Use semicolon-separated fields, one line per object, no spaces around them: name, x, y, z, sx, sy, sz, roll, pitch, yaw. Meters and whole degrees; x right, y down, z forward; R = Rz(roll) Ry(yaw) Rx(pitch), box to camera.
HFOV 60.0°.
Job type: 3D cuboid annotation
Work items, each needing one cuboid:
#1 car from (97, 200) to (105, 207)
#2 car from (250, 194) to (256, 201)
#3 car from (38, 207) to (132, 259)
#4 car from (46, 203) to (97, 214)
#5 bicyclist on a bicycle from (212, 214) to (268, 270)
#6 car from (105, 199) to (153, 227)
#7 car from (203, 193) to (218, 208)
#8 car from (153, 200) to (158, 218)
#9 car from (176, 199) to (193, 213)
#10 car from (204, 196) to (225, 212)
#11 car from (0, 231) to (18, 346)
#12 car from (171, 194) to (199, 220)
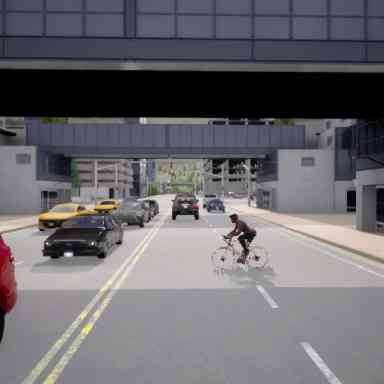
car;-7.806;1.477;31.477;1.882;1.535;5.008;0;0;-1
car;14.742;1.153;77.916;1.932;1.855;4.605;0;0;-2
car;-3.887;1.547;12.943;2.033;1.411;5.357;0;0;-2
car;-7.558;1.477;20.215;1.882;1.535;5.008;0;0;-1
bicyclist on a bicycle;1.381;1.452;9.586;1.656;1.620;0.582;-1;0;-1
car;-4.111;1.352;22.416;2.097;1.767;4.553;0;0;-1
car;2.821;1.221;47.498;2.150;2.045;5.566;0;0;8
car;-4.145;1.526;27.455;1.812;1.442;4.674;0;0;-1
car;-0.828;1.526;37.908;1.812;1.442;4.674;0;0;-1
car;2.668;1.526;37.992;1.812;1.442;4.674;0;0;-1
car;-3.624;1.221;2.706;2.150;2.045;5.566;0;0;-2
car;-0.564;1.221;28.211;2.150;2.045;5.566;0;0;-1
